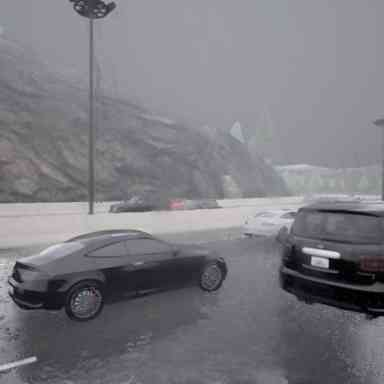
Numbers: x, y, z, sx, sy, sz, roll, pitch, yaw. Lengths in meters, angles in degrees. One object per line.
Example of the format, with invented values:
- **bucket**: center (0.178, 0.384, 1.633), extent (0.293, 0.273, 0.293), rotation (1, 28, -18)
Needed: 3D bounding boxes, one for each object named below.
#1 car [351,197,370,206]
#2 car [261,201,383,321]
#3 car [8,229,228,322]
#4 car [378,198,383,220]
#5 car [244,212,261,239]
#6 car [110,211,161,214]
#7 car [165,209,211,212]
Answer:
- **car**: center (28.392, 1.622, 56.021), extent (1.994, 1.385, 4.181), rotation (0, 0, 38)
- **car**: center (4.185, 1.228, 7.006), extent (5.566, 2.045, 2.150), rotation (0, 0, -38)
- **car**: center (-1.326, 1.539, 7.235), extent (4.674, 1.442, 1.812), rotation (0, 0, -37)
- **car**: center (17.506, 1.378, 27.896), extent (4.553, 1.767, 2.097), rotation (0, 0, -44)
- **car**: center (4.475, 1.547, 16.207), extent (4.674, 1.442, 1.812), rotation (0, 0, -39)
- **car**: center (-4.154, 1.269, 27.465), extent (5.566, 2.045, 2.150), rotation (0, 0, -40)
- **car**: center (0.344, 1.395, 26.707), extent (4.553, 1.767, 2.097), rotation (0, 0, -41)
